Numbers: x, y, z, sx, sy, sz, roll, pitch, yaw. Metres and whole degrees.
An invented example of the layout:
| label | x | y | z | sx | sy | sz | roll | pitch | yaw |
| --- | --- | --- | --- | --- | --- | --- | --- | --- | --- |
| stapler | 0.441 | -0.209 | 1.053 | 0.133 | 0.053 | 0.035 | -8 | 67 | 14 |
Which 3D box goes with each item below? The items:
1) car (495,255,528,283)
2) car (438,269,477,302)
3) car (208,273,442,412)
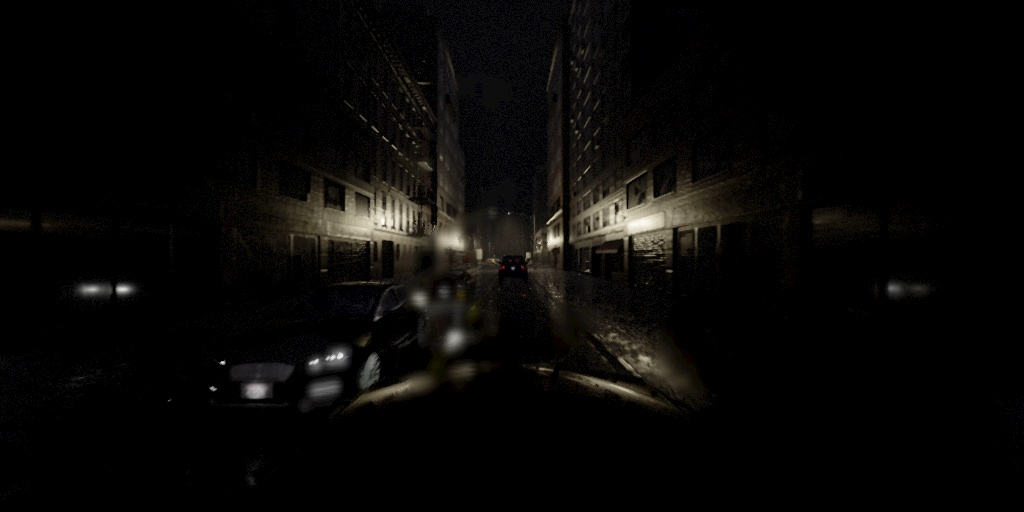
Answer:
| label | x | y | z | sx | sy | sz | roll | pitch | yaw |
| --- | --- | --- | --- | --- | --- | --- | --- | --- | --- |
| car | 0.085 | 0.967 | 27.947 | 2.150 | 2.045 | 5.566 | 0 | 0 | 0 |
| car | -2.780 | 1.307 | 16.749 | 1.994 | 1.385 | 4.181 | 0 | 0 | 1 |
| car | -2.847 | 1.240 | 6.441 | 2.128 | 1.511 | 4.902 | 0 | 0 | 0 |
